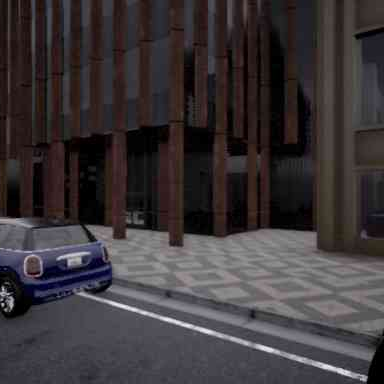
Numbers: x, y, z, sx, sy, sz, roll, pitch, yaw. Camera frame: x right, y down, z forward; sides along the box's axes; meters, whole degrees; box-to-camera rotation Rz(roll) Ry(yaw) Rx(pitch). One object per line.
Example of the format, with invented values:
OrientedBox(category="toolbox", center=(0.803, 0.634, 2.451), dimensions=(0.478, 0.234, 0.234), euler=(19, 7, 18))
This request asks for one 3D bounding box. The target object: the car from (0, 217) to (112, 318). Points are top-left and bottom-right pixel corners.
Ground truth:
OrientedBox(category="car", center=(-3.981, 1.370, 7.708), dimensions=(4.553, 1.767, 2.097), euler=(0, 0, 36))

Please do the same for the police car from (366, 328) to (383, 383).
OrientedBox(category="police car", center=(3.967, 1.443, 1.872), dimensions=(5.238, 1.638, 1.930), euler=(0, 0, 36))
